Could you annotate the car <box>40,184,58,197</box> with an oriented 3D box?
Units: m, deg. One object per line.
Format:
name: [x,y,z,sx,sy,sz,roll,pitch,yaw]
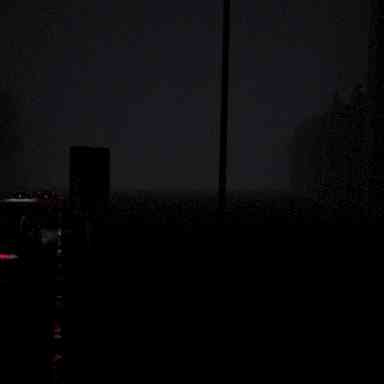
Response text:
car: [-19.491,-0.258,45.545,2.128,1.511,4.902,1,2,-22]

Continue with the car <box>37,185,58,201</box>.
car: [-15.657,0.152,35.968,1.812,1.442,4.674,1,2,-21]

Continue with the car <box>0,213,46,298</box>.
car: [-4.429,1.207,7.391,2.128,1.511,4.902,1,2,-22]

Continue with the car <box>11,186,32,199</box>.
car: [-19.906,-0.013,39.106,2.033,1.411,5.357,1,2,-22]
